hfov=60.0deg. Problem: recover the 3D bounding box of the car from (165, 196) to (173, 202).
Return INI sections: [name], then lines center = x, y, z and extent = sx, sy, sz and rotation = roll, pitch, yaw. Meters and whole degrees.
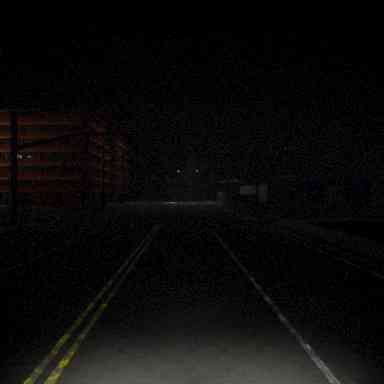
[car]
center = -5.839, 1.926, 86.940
extent = 1.837, 1.490, 4.892
rotation = 0, 0, -2
